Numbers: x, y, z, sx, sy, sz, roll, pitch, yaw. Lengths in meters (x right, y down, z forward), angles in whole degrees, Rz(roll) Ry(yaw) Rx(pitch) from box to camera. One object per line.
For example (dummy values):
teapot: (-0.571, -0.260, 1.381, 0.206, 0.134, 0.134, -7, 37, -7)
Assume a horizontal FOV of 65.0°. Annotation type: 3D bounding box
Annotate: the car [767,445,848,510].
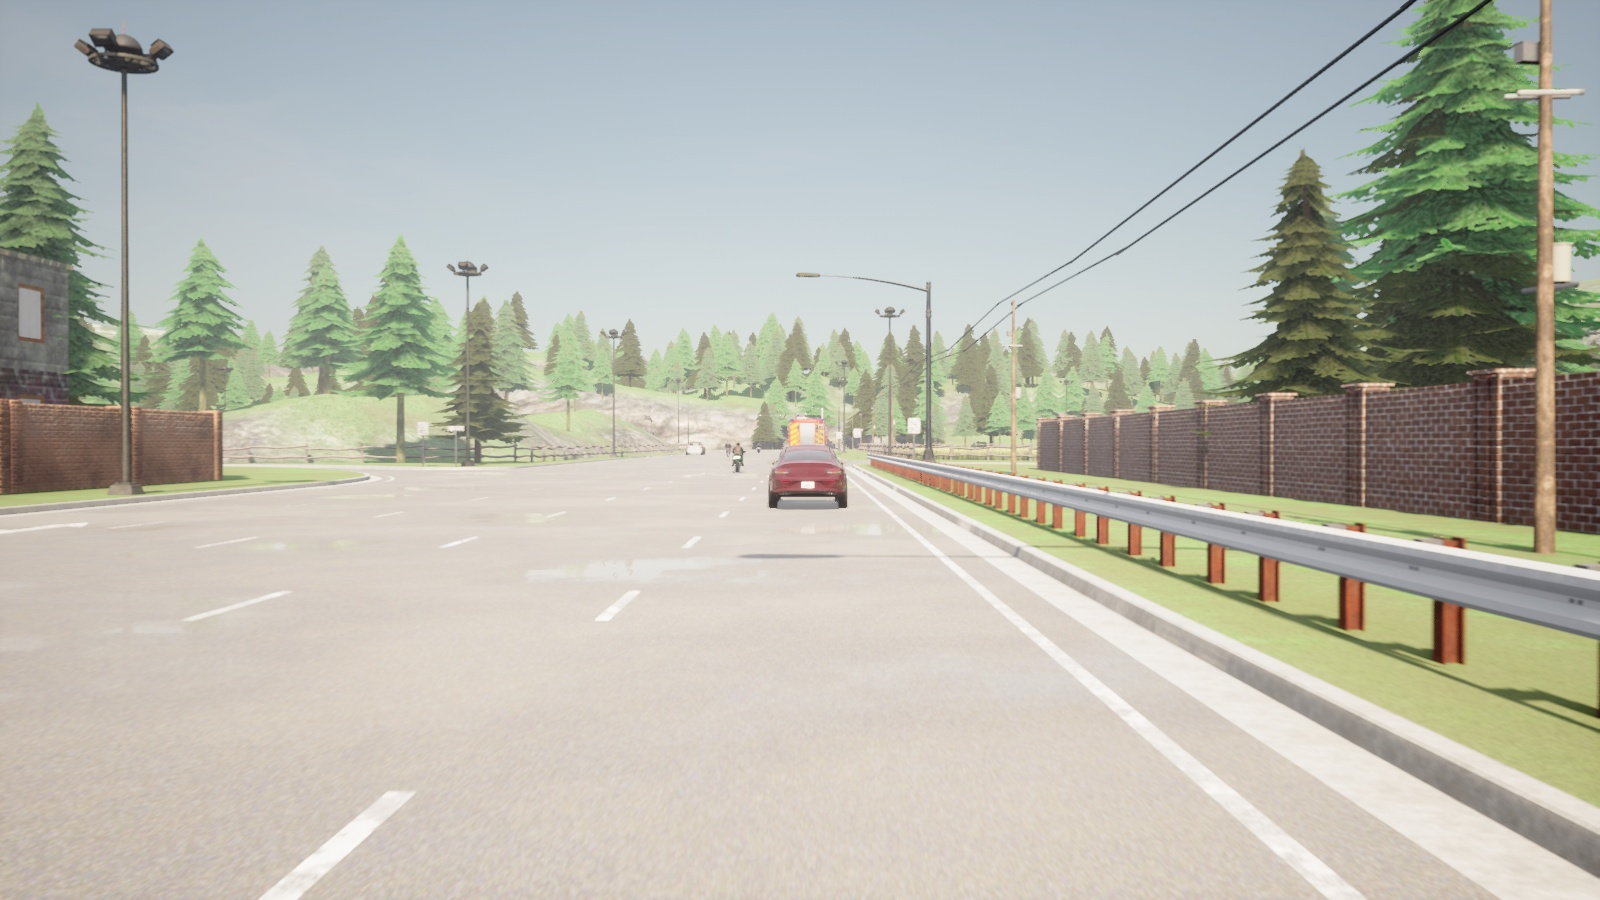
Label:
car: (0.188, 0.601, 30.355, 1.812, 1.442, 4.674, 0, 0, 0)
